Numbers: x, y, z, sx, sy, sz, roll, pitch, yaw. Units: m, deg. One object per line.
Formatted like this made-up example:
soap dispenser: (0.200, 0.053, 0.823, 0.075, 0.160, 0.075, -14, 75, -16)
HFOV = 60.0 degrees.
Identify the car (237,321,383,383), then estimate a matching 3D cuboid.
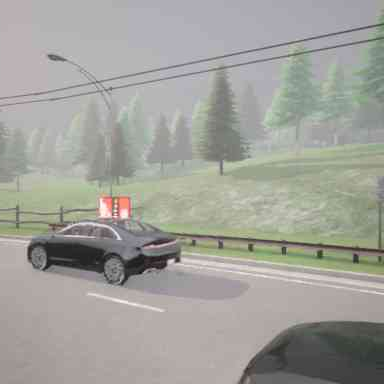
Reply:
car: (2.305, 1.564, 2.079, 4.181, 1.385, 1.994, 0, 0, 36)

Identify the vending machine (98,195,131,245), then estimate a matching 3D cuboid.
vending machine: (-3.417, 1.195, 14.712, 0.880, 2.100, 1.100, 0, 0, 29)

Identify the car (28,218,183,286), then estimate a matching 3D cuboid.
car: (-2.589, 1.493, 9.389, 4.902, 1.511, 2.128, 0, 0, 31)
